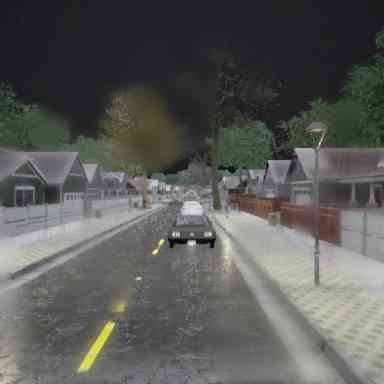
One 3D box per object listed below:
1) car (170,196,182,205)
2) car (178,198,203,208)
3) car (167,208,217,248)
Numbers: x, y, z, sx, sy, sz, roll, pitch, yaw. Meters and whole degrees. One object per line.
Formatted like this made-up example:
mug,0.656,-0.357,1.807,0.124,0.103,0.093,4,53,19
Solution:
car,-2.750,1.418,58.681,2.097,1.767,4.553,0,0,0
car,0.000,1.541,29.651,1.812,1.442,4.674,0,0,0
car,0.000,1.619,14.681,1.895,1.301,4.718,0,0,0
